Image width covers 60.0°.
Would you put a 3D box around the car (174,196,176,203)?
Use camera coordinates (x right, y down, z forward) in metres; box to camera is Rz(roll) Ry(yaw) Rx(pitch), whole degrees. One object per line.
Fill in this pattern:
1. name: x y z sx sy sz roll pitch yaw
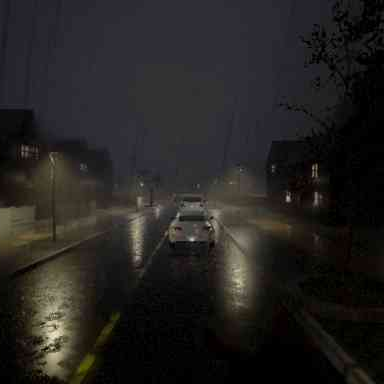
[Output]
1. car: -2.749 1.390 69.988 2.128 1.511 4.902 0 0 0

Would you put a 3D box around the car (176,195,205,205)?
1. car: 0.000 1.245 29.686 2.150 2.045 5.566 0 0 0

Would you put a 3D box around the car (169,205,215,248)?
1. car: 0.000 1.526 14.654 1.812 1.442 4.674 0 0 0
